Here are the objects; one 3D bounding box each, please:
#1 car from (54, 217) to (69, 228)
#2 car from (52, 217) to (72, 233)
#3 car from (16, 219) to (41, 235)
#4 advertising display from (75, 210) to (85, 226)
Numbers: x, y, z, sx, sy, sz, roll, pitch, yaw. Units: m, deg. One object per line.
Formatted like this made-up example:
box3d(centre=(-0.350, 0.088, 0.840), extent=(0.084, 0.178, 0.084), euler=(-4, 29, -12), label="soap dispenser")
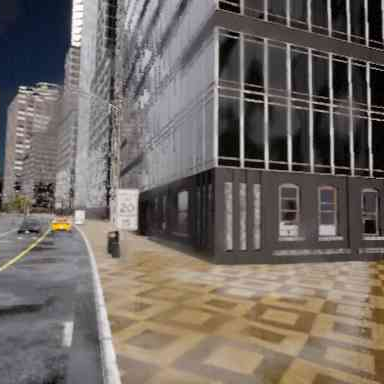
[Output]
box3d(centre=(-18.380, 4.229, 46.618), extent=(1.812, 1.442, 4.674), euler=(3, -4, -22), label="car")
box3d(centre=(-14.257, 3.585, 36.405), extent=(1.882, 1.535, 5.008), euler=(2, -4, -20), label="car")
box3d(centre=(-15.937, 3.384, 32.784), extent=(2.033, 1.411, 5.357), euler=(2, -4, -20), label="car")
box3d(centre=(-18.043, 4.193, 53.567), extent=(1.540, 2.440, 0.280), euler=(2, -5, -23), label="advertising display")
